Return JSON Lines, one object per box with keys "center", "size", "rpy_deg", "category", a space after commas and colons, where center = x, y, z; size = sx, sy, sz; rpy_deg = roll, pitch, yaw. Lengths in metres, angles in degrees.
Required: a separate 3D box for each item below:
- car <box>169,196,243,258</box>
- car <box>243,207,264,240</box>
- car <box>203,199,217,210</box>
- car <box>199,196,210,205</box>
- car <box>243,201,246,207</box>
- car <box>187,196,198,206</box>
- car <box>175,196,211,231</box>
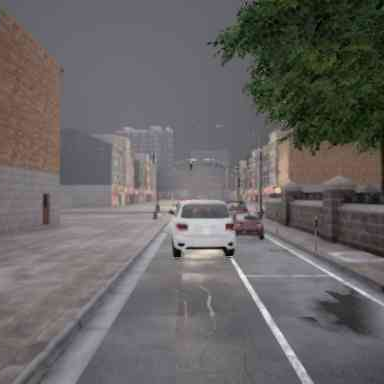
{"center": [0.274, 1.289, 13.260], "size": [2.150, 2.045, 5.566], "rpy_deg": [0, 0, -4], "category": "car"}
{"center": [2.644, 1.670, 17.341], "size": [1.802, 1.307, 4.206], "rpy_deg": [1, 0, 0], "category": "car"}
{"center": [2.642, 1.836, 49.220], "size": [1.887, 1.381, 4.507], "rpy_deg": [1, 0, 0], "category": "car"}
{"center": [2.642, 1.774, 70.970], "size": [2.192, 1.841, 5.009], "rpy_deg": [1, 0, 0], "category": "car"}
{"center": [2.647, 1.434, 22.791], "size": [2.192, 1.841, 5.009], "rpy_deg": [1, 0, 0], "category": "car"}
{"center": [0.095, 1.774, 66.361], "size": [2.097, 1.767, 4.553], "rpy_deg": [0, 0, 0], "category": "car"}
{"center": [0.079, 1.340, 22.641], "size": [2.150, 2.045, 5.566], "rpy_deg": [0, 0, 0], "category": "car"}
